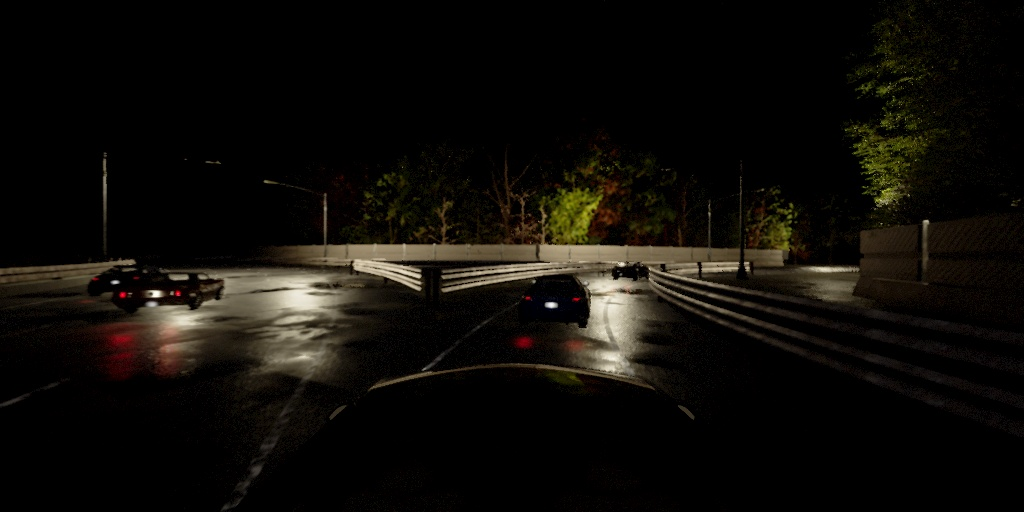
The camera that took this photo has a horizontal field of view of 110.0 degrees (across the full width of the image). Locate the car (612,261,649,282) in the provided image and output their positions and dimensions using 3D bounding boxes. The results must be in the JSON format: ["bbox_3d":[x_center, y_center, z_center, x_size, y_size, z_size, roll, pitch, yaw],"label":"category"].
[{"bbox_3d":[9.567,1.174,28.440,2.128,1.511,4.902,0,0,38],"label":"car"}]

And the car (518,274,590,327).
[{"bbox_3d":[1.494,1.278,11.562,1.994,1.385,4.181,0,0,13],"label":"car"}]

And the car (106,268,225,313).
[{"bbox_3d":[-12.388,1.229,13.366,1.895,1.301,4.718,0,0,-26],"label":"car"}]

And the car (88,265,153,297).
[{"bbox_3d":[-18.759,1.136,17.814,1.994,1.385,4.181,0,0,-30],"label":"car"}]
